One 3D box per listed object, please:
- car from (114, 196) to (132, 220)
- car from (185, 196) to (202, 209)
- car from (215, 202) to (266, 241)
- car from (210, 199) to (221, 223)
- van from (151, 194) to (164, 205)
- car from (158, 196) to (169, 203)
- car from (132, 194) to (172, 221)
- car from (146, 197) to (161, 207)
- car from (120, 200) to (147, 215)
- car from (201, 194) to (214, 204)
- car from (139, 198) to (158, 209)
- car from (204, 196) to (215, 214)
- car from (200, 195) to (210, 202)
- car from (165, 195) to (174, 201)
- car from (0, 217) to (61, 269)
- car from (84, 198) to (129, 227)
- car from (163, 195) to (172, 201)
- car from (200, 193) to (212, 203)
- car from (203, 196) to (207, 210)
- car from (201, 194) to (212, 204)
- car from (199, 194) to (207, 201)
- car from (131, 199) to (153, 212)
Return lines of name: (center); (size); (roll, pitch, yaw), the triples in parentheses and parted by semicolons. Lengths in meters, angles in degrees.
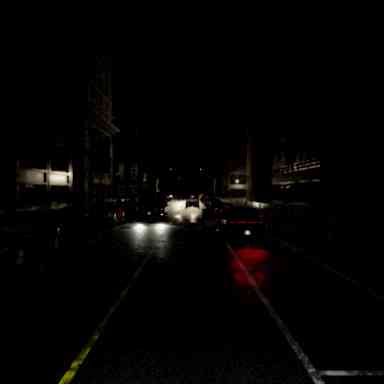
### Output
car: (-5.765, 1.268, 27.849); (2.192, 1.841, 5.009); (0, 0, 0)
car: (0.072, 1.528, 44.333); (1.895, 1.301, 4.718); (0, 0, 0)
car: (2.356, 1.475, 16.553); (1.837, 1.490, 4.892); (0, 0, 0)
car: (2.761, 1.534, 27.855); (1.802, 1.307, 4.206); (0, 0, 0)
van: (-5.764, 1.255, 56.032); (1.690, 1.788, 3.998); (0, 0, 0)
car: (-5.762, 1.485, 67.305); (1.802, 1.307, 4.206); (0, 0, 0)
car: (-3.097, 1.175, 26.830); (2.150, 2.045, 5.566); (0, 0, 0)
car: (-5.763, 1.502, 50.396); (1.802, 1.307, 4.206); (0, 0, 0)
car: (-5.764, 1.510, 33.486); (1.947, 1.339, 4.313); (0, 0, 0)
car: (2.761, 1.223, 61.671); (2.192, 1.841, 5.009); (0, 0, 0)
car: (-5.763, 1.478, 44.758); (2.008, 1.369, 4.403); (0, 0, 0)
car: (2.762, 1.517, 39.127); (1.802, 1.307, 4.206); (0, 0, 0)
car: (2.763, 1.465, 72.944); (1.947, 1.339, 4.313); (0, 0, 0)
car: (-5.762, 1.444, 84.215); (2.008, 1.369, 4.403); (0, 0, 0)
car: (-5.765, 1.531, 10.939); (2.008, 1.369, 4.403); (0, 0, 0)
car: (-5.765, 1.402, 22.212); (1.967, 1.590, 4.097); (0, 0, 0)
car: (-5.762, 1.462, 78.578); (1.947, 1.339, 4.313); (0, 0, 0)
car: (2.761, 1.218, 67.307); (2.192, 1.841, 5.009); (0, 0, 0)
car: (2.762, 1.509, 44.764); (1.802, 1.307, 4.206); (0, 0, 0)
car: (2.761, 1.360, 50.400); (1.967, 1.590, 4.097); (0, 0, 0)
car: (2.763, 1.334, 84.216); (1.967, 1.590, 4.097); (0, 0, 0)
car: (-5.763, 1.501, 39.122); (1.947, 1.339, 4.313); (0, 0, 0)
